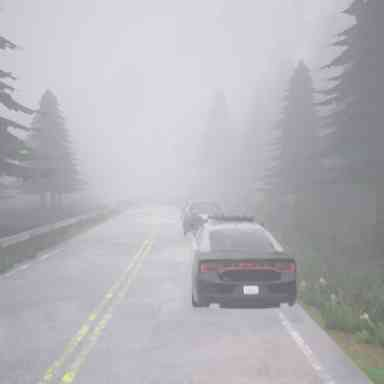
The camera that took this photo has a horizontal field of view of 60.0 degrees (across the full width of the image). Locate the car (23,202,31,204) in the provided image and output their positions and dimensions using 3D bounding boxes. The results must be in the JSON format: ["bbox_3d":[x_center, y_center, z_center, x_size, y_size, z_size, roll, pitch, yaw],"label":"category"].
[{"bbox_3d":[-26.310,1.871,56.221,5.357,1.411,2.033,-3,3,27],"label":"car"}]

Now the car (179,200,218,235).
[{"bbox_3d":[0.530,1.207,17.935,2.097,1.767,4.553,0,0,-3],"label":"car"}]

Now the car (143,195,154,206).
[{"bbox_3d":[-6.998,1.188,46.078,1.837,1.490,4.892,-4,2,-35],"label":"car"}]

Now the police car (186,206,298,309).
[{"bbox_3d":[0.905,1.361,7.965,1.930,1.638,5.238,0,0,-1],"label":"police car"}]

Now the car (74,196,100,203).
[{"bbox_3d":[-17.589,1.443,55.355,4.902,1.511,2.128,-2,3,27],"label":"car"}]

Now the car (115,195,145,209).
[{"bbox_3d":[-7.961,1.412,41.389,1.895,1.301,4.718,-3,1,-30],"label":"car"}]
